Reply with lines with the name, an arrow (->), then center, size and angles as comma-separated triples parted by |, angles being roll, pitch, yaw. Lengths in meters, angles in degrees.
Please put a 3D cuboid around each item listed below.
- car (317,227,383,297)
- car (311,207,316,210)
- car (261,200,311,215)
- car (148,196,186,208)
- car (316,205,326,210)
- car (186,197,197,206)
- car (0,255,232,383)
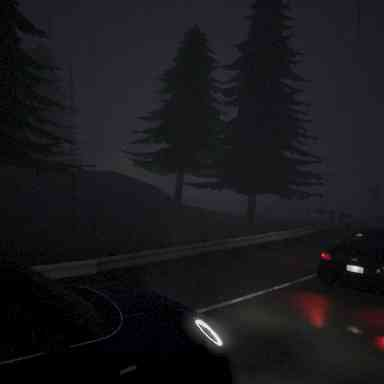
car -> 4.878, 1.564, 8.219 | 4.181, 1.385, 1.994 | 0, 0, -42
car -> 11.043, 1.495, 37.899 | 4.902, 1.511, 2.128 | 0, 0, 35
car -> 9.519, 1.530, 34.696 | 4.674, 1.442, 1.812 | 0, 0, 35
car -> -3.634, 1.555, 48.085 | 4.718, 1.301, 1.895 | 0, 0, 35
car -> 14.942, 1.478, 43.713 | 5.008, 1.535, 1.882 | 0, 0, 35
car -> -1.398, 1.436, 55.067 | 4.902, 1.511, 2.128 | 0, 0, 35
car -> -1.819, 1.352, 2.744 | 4.553, 1.767, 2.097 | 0, 0, -36
